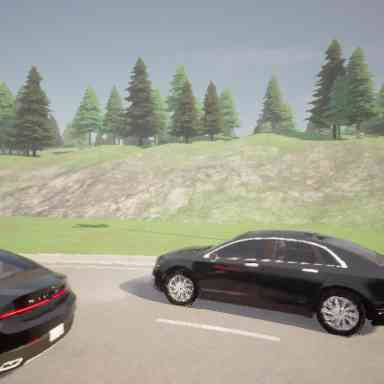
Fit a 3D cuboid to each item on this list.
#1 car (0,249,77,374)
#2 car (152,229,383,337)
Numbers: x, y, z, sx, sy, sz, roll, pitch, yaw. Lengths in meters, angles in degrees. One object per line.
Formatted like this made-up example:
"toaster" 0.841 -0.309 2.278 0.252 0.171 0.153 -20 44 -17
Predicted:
"car" -4.094 1.507 4.653 4.892 1.490 1.837 1 -1 10
"car" 1.494 1.507 6.599 4.892 1.490 1.837 1 0 28
